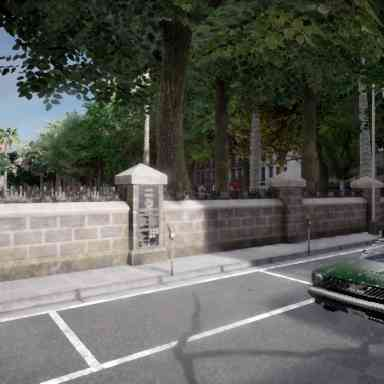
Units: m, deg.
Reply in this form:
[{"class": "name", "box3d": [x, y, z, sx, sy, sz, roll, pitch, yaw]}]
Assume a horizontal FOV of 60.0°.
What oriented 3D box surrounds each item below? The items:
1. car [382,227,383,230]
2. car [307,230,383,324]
[{"class": "car", "box3d": [9.756, 1.310, 13.500, 5.009, 1.841, 2.192, 0, 0, -36]}, {"class": "car", "box3d": [4.394, 1.599, 6.517, 4.718, 1.301, 1.895, 0, 0, -35]}]
